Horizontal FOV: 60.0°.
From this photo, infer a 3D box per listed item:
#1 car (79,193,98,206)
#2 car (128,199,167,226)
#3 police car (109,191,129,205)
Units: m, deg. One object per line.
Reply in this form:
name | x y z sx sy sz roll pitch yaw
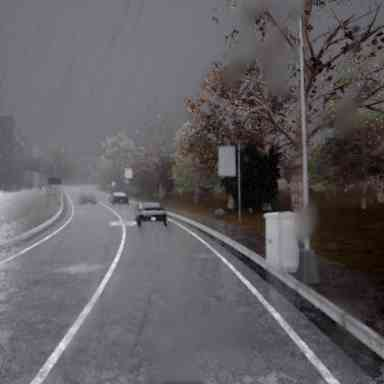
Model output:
car | -12.140 0.779 38.710 2.033 1.411 5.357 1 2 -21
car | -2.840 1.323 22.050 2.128 1.511 4.902 1 1 -13
police car | -9.042 0.703 40.832 1.930 1.638 5.238 1 2 -21
